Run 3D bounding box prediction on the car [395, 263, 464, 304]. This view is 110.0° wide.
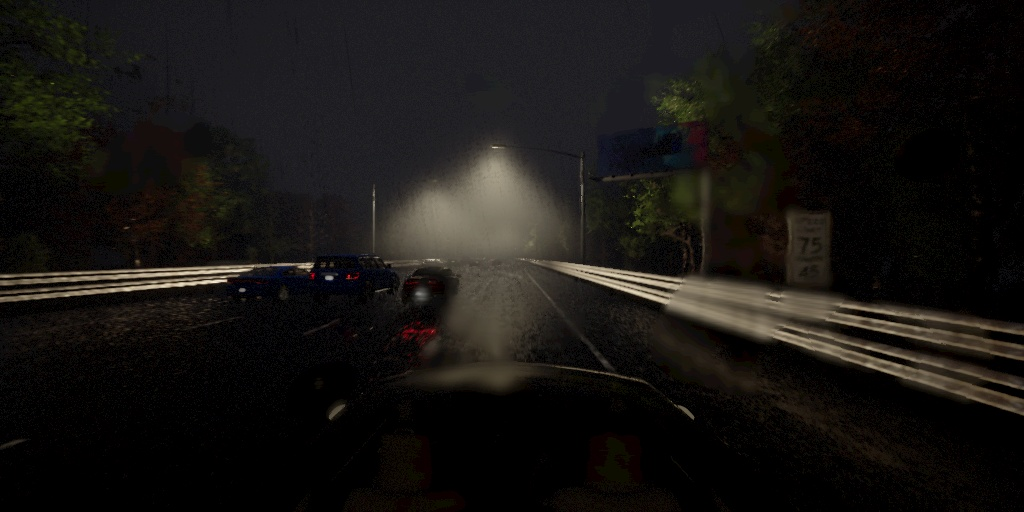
[{"bbox_3d":[-3.496,1.241,16.275,1.837,1.490,4.892,0,0,0],"label":"car"}]

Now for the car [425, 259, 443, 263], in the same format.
[{"bbox_3d":[-10.474,1.207,48.079,2.128,1.511,4.902,0,0,0],"label":"car"}]

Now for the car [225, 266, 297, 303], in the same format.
[{"bbox_3d":[-10.490,1.181,16.419,1.882,1.535,5.008,0,0,0],"label":"car"}]

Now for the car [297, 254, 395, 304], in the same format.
[{"bbox_3d":[-6.990,0.940,16.392,2.150,2.045,5.566,0,0,0],"label":"car"}]
